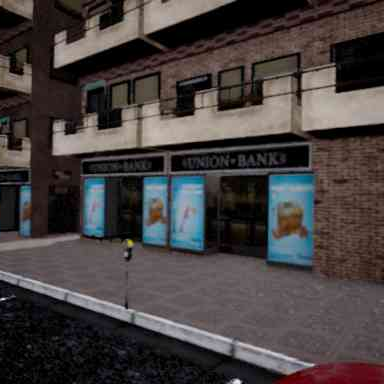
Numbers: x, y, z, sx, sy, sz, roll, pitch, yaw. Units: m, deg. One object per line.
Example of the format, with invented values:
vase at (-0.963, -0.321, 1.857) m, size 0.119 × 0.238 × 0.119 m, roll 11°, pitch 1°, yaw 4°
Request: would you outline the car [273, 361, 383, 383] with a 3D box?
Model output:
car at (2.289, 1.575, 1.188) m, size 4.507 × 1.381 × 1.887 m, roll 0°, pitch 0°, yaw 36°
